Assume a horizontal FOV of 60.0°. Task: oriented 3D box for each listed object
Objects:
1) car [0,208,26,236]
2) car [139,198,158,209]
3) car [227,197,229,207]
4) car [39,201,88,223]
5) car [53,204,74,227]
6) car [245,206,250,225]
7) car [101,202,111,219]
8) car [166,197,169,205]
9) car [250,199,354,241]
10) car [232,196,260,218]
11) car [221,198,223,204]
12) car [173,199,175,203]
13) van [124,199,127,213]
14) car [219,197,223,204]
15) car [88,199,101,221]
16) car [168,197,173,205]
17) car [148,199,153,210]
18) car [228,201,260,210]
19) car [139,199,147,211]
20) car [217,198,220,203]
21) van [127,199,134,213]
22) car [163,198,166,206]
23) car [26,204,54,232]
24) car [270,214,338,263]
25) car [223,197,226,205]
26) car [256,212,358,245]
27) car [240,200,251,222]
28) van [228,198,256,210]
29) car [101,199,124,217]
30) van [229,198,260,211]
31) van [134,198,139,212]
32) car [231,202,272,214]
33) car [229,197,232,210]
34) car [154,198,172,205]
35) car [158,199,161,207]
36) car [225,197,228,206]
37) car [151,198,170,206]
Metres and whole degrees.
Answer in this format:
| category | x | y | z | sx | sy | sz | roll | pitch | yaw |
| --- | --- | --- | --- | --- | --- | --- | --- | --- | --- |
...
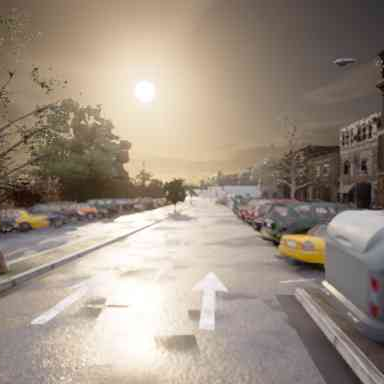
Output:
| category | x | y | z | sx | sy | sz | roll | pitch | yaw |
| --- | --- | --- | --- | --- | --- | --- | --- | --- | --- |
| car | -12.221 | 1.787 | 18.349 | 4.892 | 1.521 | 2.231 | -1 | -1 | -16 |
| car | -9.382 | 2.062 | 58.175 | 5.566 | 2.045 | 2.435 | -1 | -1 | -16 |
| car | 7.693 | 1.832 | 41.159 | 5.566 | 2.045 | 2.435 | 1 | -1 | -16 |
| car | -11.516 | 1.795 | 28.494 | 4.553 | 1.767 | 2.185 | -1 | -1 | -16 |
| car | -11.705 | 1.905 | 25.128 | 4.792 | 1.488 | 2.163 | -1 | -1 | -16 |
| car | 6.114 | 1.809 | 20.147 | 5.008 | 1.535 | 2.097 | 1 | 0 | -16 |
| car | -11.055 | 2.039 | 34.437 | 4.674 | 1.452 | 2.002 | 0 | -1 | -16 |
| car | -8.346 | 2.580 | 75.937 | 4.792 | 1.488 | 2.163 | -1 | -1 | -17 |
| car | 5.677 | 1.468 | 14.140 | 5.566 | 2.045 | 2.435 | 1 | -1 | -16 |
| car | 6.769 | 1.675 | 29.140 | 5.566 | 2.045 | 2.435 | 1 | 0 | -16 |
| car | 9.996 | 2.548 | 77.223 | 5.008 | 1.535 | 2.097 | 1 | -1 | -18 |
| car | -8.116 | 2.707 | 87.729 | 5.366 | 1.575 | 1.946 | -1 | -1 | -19 |
| van | -10.515 | 1.851 | 40.409 | 4.442 | 1.987 | 1.878 | -1 | -1 | -16 |
| car | 10.226 | 2.625 | 83.256 | 5.008 | 1.535 | 2.097 | 1 | 0 | -19 |
| car | -11.238 | 1.834 | 31.472 | 4.553 | 1.767 | 2.185 | 0 | -1 | -16 |
| car | -8.086 | 2.628 | 81.870 | 5.008 | 1.535 | 2.097 | -1 | -1 | -18 |
| car | -9.535 | 2.303 | 55.227 | 4.792 | 1.488 | 2.163 | -1 | -1 | -16 |
| car | 8.776 | 2.309 | 56.148 | 4.792 | 1.488 | 2.163 | 1 | -1 | -16 |
| car | -9.808 | 2.191 | 49.332 | 5.366 | 1.575 | 1.946 | 0 | -1 | -16 |
| car | 10.280 | 2.412 | 86.267 | 5.566 | 2.045 | 2.435 | 1 | 0 | -19 |
| van | -10.304 | 1.890 | 43.379 | 4.442 | 1.987 | 1.878 | -1 | -1 | -16 |
| car | -8.598 | 2.471 | 70.032 | 5.008 | 1.535 | 2.097 | -1 | -1 | -17 |
| car | -12.156 | 1.830 | 21.677 | 5.366 | 1.575 | 1.946 | -1 | -1 | -16 |
| car | 5.597 | 1.665 | 11.160 | 5.366 | 1.575 | 1.946 | 1 | -1 | -16 |
| car | 9.529 | 2.435 | 68.169 | 4.892 | 1.521 | 2.231 | 1 | -1 | -17 |
| car | 5.879 | 1.806 | 17.130 | 4.674 | 1.452 | 2.002 | 1 | 0 | -16 |
| car | 6.536 | 1.761 | 26.151 | 4.553 | 1.767 | 2.185 | 1 | -1 | -16 |
| van | 8.851 | 2.090 | 59.109 | 4.442 | 1.987 | 1.878 | 1 | 0 | -16 |
| car | -10.869 | 1.787 | 37.397 | 5.566 | 2.045 | 2.435 | 0 | -1 | -16 |
| van | 8.426 | 2.012 | 53.100 | 4.442 | 1.987 | 1.878 | 1 | 0 | -16 |
| van | -10.092 | 1.929 | 46.350 | 4.442 | 1.987 | 1.878 | -1 | -1 | -16 |
| car | 7.885 | 2.122 | 44.139 | 5.008 | 1.535 | 2.097 | 1 | 0 | -16 |
| car | 7.207 | 1.753 | 35.138 | 5.566 | 2.045 | 2.435 | 1 | 0 | -16 |
| car | -7.864 | 2.622 | 90.762 | 4.553 | 1.767 | 2.185 | -1 | -1 | -19 |
| car | -8.974 | 2.348 | 61.204 | 5.366 | 1.575 | 1.946 | 0 | -1 | -16 |
| car | 8.128 | 1.910 | 47.151 | 5.566 | 2.045 | 2.435 | 1 | -1 | -16 |
| car | -8.041 | 2.544 | 84.827 | 4.553 | 1.767 | 2.185 | -1 | -1 | -18 |
